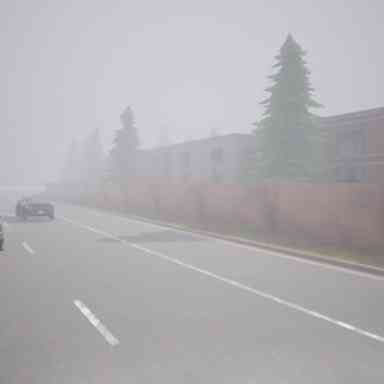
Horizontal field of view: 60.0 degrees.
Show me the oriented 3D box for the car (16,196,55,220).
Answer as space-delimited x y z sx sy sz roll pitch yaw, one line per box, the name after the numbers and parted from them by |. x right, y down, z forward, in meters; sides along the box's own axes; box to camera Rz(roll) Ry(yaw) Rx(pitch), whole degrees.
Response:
-10.274 0.975 21.732 1.812 1.442 4.674 1 1 -34 | car

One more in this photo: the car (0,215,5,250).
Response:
-7.805 1.194 11.780 2.033 1.411 5.357 1 1 -34 | car
